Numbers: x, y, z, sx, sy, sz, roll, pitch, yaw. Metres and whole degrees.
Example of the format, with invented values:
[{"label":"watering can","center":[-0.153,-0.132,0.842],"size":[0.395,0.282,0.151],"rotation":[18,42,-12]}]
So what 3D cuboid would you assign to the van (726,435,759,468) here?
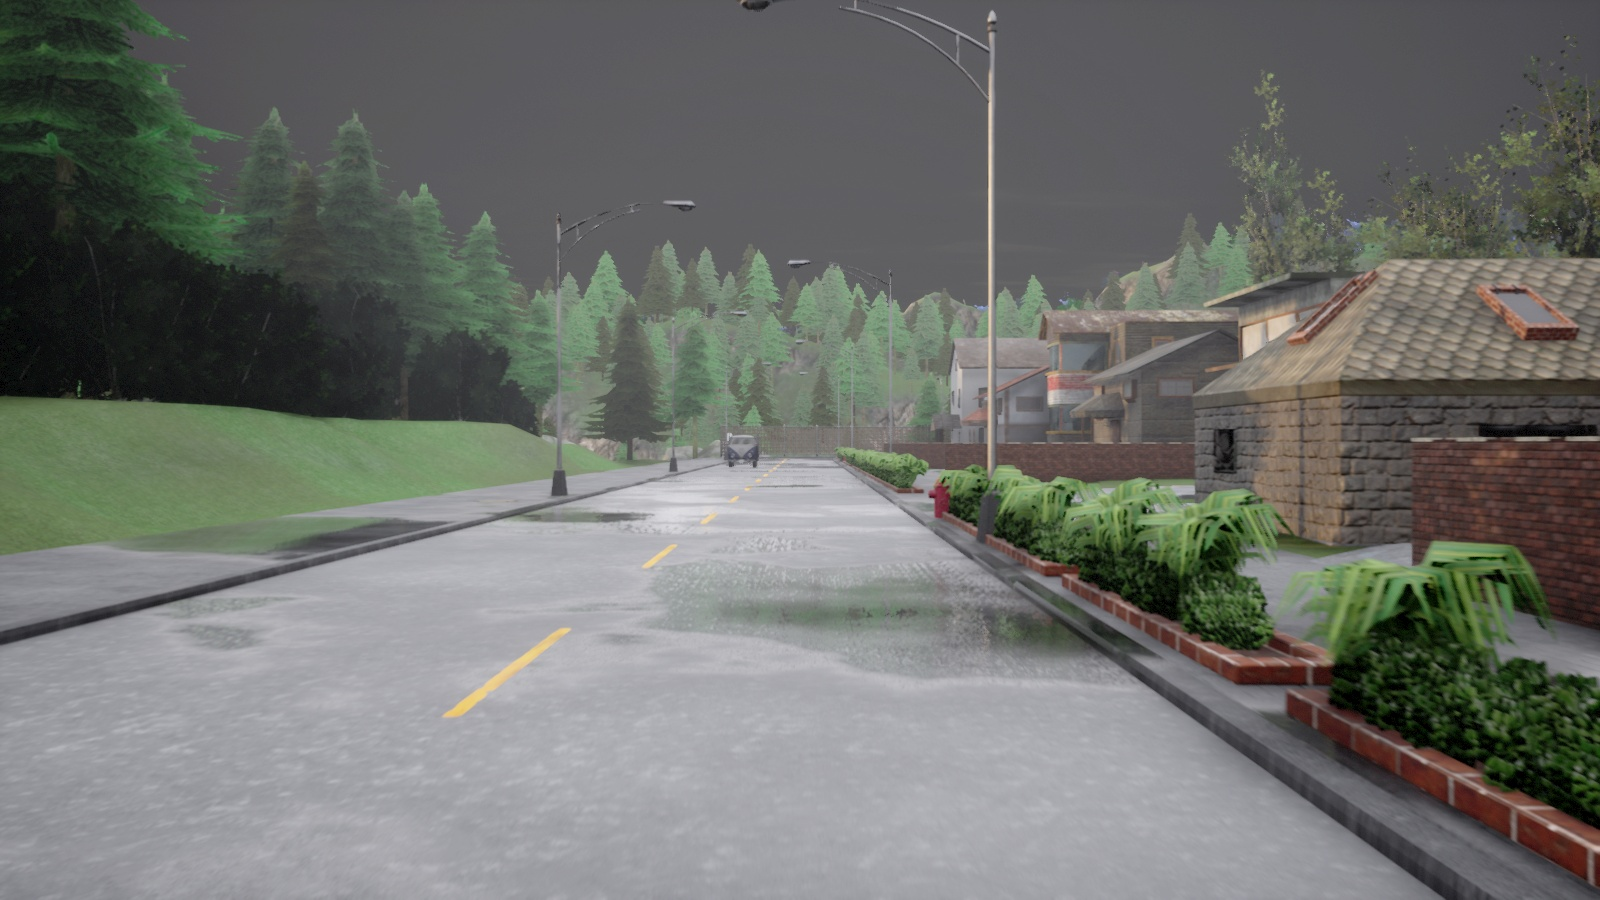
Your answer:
[{"label":"van","center":[-3.508,0.062,77.150],"size":[1.775,1.987,4.442],"rotation":[0,0,0]}]
